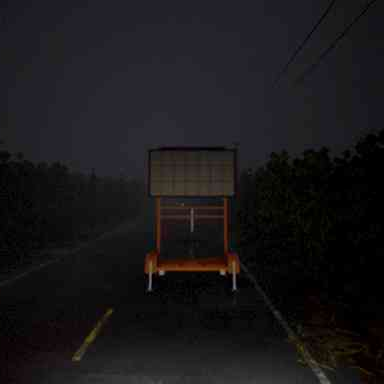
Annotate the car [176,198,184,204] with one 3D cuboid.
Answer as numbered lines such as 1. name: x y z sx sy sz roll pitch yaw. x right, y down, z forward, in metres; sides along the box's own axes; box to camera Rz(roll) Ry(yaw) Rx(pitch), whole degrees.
1. car: -3.132 2.324 88.203 1.882 1.535 5.008 0 -1 1

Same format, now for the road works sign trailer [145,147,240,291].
1. road works sign trailer: 0.006 0.554 9.254 2.380 3.560 2.880 0 -1 0
